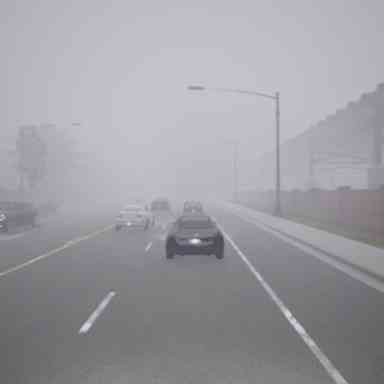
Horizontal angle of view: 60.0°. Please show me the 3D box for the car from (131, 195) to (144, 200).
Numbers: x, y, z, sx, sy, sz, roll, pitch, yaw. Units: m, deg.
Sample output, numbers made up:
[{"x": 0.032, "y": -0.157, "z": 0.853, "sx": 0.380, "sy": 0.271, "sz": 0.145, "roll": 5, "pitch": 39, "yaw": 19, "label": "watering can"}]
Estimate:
[{"x": -10.504, "y": 1.387, "z": 64.246, "sx": 1.837, "sy": 1.490, "sz": 4.892, "roll": 0, "pitch": 0, "yaw": 0, "label": "car"}]

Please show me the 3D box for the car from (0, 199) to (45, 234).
[{"x": -10.601, "y": 1.307, "z": 19.002, "sx": 2.097, "sy": 1.767, "sz": 4.553, "roll": 0, "pitch": 0, "yaw": 0, "label": "car"}]

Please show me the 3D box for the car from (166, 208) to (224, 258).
[{"x": 0.100, "y": 1.537, "z": 12.627, "sx": 1.994, "sy": 1.385, "sz": 4.181, "roll": 0, "pitch": 0, "yaw": 0, "label": "car"}]

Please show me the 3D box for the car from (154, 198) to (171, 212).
[{"x": -3.402, "y": 1.381, "z": 37.023, "sx": 1.882, "sy": 1.535, "sz": 5.008, "roll": 0, "pitch": 0, "yaw": 0, "label": "car"}]

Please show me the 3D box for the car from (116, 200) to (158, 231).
[{"x": -3.401, "y": 1.477, "z": 20.306, "sx": 1.812, "sy": 1.442, "sz": 4.674, "roll": 0, "pitch": 0, "yaw": 0, "label": "car"}]

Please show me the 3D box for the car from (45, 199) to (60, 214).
[{"x": -14.099, "y": 1.398, "z": 31.154, "sx": 1.882, "sy": 1.535, "sz": 5.008, "roll": 0, "pitch": 0, "yaw": 0, "label": "car"}]

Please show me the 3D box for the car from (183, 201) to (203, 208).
[{"x": 0.099, "y": 1.514, "z": 33.728, "sx": 1.895, "sy": 1.301, "sz": 4.718, "roll": 0, "pitch": 0, "yaw": 0, "label": "car"}]
